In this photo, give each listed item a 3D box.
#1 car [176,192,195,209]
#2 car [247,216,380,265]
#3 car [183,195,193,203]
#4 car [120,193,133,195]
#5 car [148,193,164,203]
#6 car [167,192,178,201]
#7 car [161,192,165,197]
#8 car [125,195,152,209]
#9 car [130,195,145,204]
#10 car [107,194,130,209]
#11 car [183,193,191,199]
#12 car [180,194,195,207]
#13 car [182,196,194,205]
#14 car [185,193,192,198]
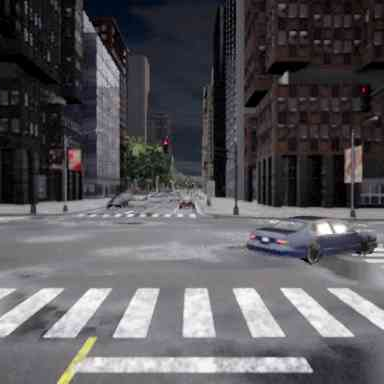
[{"bbox_3d":[-0.600,1.183,40.736,1.967,1.590,4.097,0,0,0],"label":"car"},{"bbox_3d":[4.409,1.561,11.763,5.357,1.411,2.033,1,0,-33],"label":"car"},{"bbox_3d":[-0.735,1.198,62.436,1.887,1.381,4.507,0,0,0],"label":"car"},{"bbox_3d":[-9.159,1.036,46.111,2.192,1.841,5.009,0,0,0],"label":"car"},{"bbox_3d":[-6.515,1.274,57.535,1.895,1.301,4.718,0,0,0],"label":"car"},{"bbox_3d":[-3.525,1.235,67.334,1.895,1.301,4.718,0,0,0],"label":"car"},{"bbox_3d":[-9.463,1.080,94.945,1.887,1.381,4.507,0,0,0],"label":"car"},{"bbox_3d":[-6.451,1.346,40.364,1.895,1.301,4.718,0,0,0],"label":"car"},{"bbox_3d":[-9.225,1.201,56.794,1.752,1.417,4.829,0,0,0],"label":"car"},{"bbox_3d":[-9.124,1.309,40.686,1.947,1.339,4.313,0,0,0],"label":"car"},{"bbox_3d":[-1.277,1.075,84.408,1.837,1.490,4.892,0,0,0],"label":"car"},{"bbox_3d":[-0.633,1.160,46.161,1.967,1.590,4.097,0,0,0],"label":"car"},{"bbox_3d":[-0.667,1.279,51.586,1.802,1.307,4.206,0,0,0],"label":"car"},{"bbox_3d":[-0.939,1.079,94.986,1.887,1.381,4.507,0,0,0],"label":"car"}]
